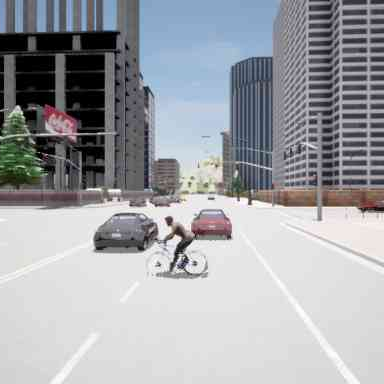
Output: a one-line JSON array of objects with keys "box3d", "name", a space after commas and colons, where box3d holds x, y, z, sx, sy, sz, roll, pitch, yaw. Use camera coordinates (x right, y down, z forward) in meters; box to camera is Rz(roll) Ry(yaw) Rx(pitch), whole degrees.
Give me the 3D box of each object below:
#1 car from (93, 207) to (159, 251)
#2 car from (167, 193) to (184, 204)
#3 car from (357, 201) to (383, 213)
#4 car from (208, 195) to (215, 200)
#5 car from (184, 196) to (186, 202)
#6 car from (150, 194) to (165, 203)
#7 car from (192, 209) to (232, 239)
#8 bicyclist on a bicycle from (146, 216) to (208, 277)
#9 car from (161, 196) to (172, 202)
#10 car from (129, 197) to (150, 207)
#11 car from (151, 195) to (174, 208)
[{"box3d": [-2.656, 1.564, 14.220, 1.994, 1.385, 4.181, 0, 0, 4], "name": "car"}, {"box3d": [-3.368, 1.351, 64.261, 2.097, 1.767, 4.553, 0, 0, 4], "name": "car"}, {"box3d": [20.628, 1.601, 36.194, 4.718, 1.301, 1.895, 0, 0, 3], "name": "car"}, {"box3d": [5.221, 1.595, 90.272, 1.895, 1.301, 4.718, 0, 0, 3], "name": "car"}, {"box3d": [-2.483, 1.478, 78.483, 1.882, 1.535, 5.008, 0, 0, 3], "name": "car"}, {"box3d": [-6.950, 1.525, 63.055, 1.812, 1.442, 4.674, 0, 0, 4], "name": "car"}, {"box3d": [1.045, 1.564, 17.419, 1.994, 1.385, 4.181, 0, 0, 3], "name": "car"}, {"box3d": [-0.418, 1.455, 8.810, 1.656, 1.620, 0.582, -2, 0, 3], "name": "bicyclist on a bicycle"}, {"box3d": [-6.017, 1.595, 78.022, 1.895, 1.301, 4.718, 0, 0, 3], "name": "car"}, {"box3d": [-7.853, 1.505, 48.364, 1.837, 1.490, 4.892, 0, 0, 3], "name": "car"}, {"box3d": [-4.309, 1.563, 49.002, 1.994, 1.385, 4.181, 0, 0, 3], "name": "car"}]
